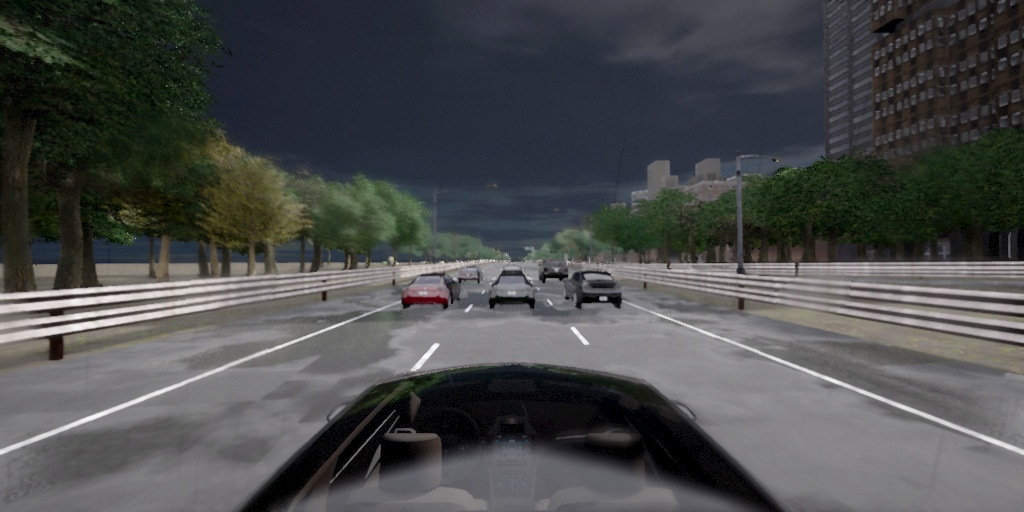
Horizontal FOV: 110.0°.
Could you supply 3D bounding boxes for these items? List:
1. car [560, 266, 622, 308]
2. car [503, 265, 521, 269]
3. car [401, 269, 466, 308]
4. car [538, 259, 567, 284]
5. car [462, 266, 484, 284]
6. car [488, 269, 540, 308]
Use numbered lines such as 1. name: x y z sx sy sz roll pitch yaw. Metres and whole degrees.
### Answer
1. car: 3.508 1.397 16.140 1.837 1.490 4.892 0 0 0
2. car: 0.013 1.506 31.311 1.882 1.535 5.008 0 0 0
3. car: -3.492 1.453 16.134 1.994 1.385 4.181 0 0 0
4. car: 3.506 1.241 30.853 2.150 2.045 5.566 0 0 0
5. car: -3.494 1.572 30.826 2.033 1.411 5.357 0 0 0
6. car: 0.008 1.453 16.137 1.994 1.385 4.181 0 -1 0
